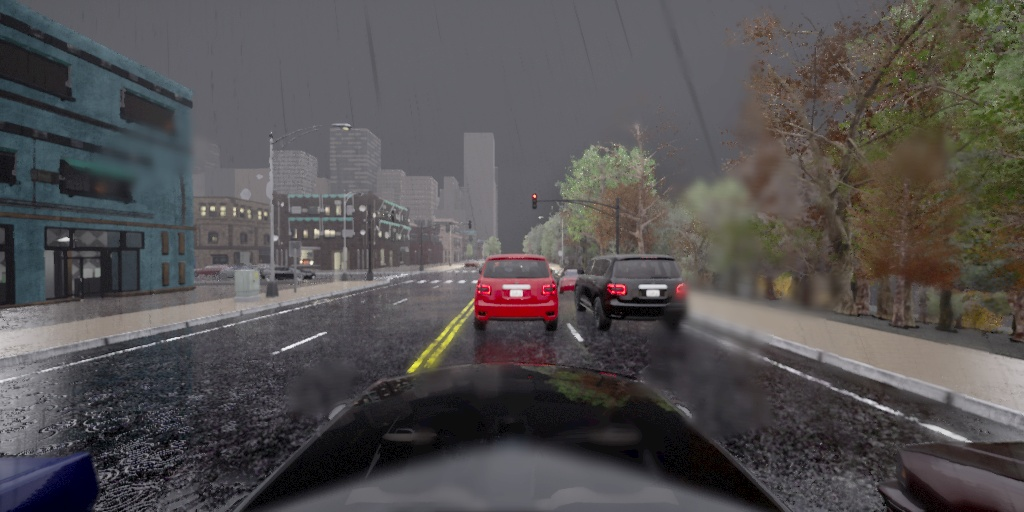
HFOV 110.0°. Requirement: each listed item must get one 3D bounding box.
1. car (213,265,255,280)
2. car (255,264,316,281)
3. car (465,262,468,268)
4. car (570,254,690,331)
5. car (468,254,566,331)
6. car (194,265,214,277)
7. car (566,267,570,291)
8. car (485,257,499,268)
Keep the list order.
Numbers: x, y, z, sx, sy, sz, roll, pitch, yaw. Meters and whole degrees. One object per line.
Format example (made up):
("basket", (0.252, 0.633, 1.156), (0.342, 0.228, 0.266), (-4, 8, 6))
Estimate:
("car", (-25.788, 1.586, 34.728), (4.181, 1.385, 1.994), (-1, 1, 0))
("car", (-19.897, 1.549, 32.004), (4.313, 1.339, 1.948), (0, 0, 0))
("car", (-6.487, 1.313, 57.843), (1.895, 1.301, 4.718), (0, 0, 0))
("car", (3.369, 0.966, 11.133), (2.150, 2.045, 5.566), (0, 0, 1))
("car", (0.116, 0.966, 11.075), (2.150, 2.045, 5.566), (0, 0, 0))
("car", (-33.751, 1.635, 40.546), (4.207, 1.307, 1.802), (0, 0, 0))
("car", (3.383, 1.303, 20.137), (1.994, 1.385, 4.181), (0, 0, 0))
("car", (-3.233, 1.064, 58.331), (2.097, 1.767, 4.553), (0, 0, 0))
